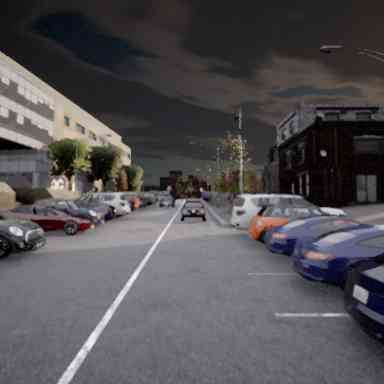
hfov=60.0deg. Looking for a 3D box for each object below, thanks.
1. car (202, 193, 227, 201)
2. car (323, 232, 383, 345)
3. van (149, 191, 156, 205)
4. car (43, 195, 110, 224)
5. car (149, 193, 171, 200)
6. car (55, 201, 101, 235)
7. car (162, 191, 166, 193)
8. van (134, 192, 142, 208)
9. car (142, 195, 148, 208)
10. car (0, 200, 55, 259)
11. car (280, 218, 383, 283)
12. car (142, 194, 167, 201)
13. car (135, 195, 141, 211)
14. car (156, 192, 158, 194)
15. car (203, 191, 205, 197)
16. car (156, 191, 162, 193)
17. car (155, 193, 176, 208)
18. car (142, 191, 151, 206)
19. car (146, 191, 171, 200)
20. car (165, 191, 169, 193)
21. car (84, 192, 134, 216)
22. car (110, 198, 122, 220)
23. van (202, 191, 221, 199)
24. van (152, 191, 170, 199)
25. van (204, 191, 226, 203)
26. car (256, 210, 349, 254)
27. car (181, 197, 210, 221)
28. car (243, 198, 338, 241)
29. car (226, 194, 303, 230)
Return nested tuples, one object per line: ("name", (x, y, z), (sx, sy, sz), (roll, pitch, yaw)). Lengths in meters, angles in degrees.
("car", (4.877, 1.063, 73.502), (5.366, 1.575, 1.946), (0, 0, 0))
("car", (4.710, 1.482, 4.688), (4.792, 1.488, 2.163), (0, 0, 0))
("van", (-7.526, 0.998, 45.428), (4.442, 1.987, 1.878), (0, 0, 0))
("car", (-7.678, 1.240, 20.286), (4.553, 1.767, 2.185), (0, 0, 0))
("car", (-7.637, 1.040, 78.893), (5.008, 1.535, 2.097), (0, 0, 0))
("car", (-7.617, 1.411, 17.491), (4.792, 1.488, 2.163), (0, 0, 0))
("car", (-7.826, 1.143, 59.397), (5.366, 1.575, 1.946), (0, 0, 0))
("van", (-7.761, 1.061, 34.253), (4.442, 1.987, 1.878), (0, 0, 0))
("car", (-7.642, 1.311, 37.048), (4.674, 1.452, 2.002), (0, 0, 0))
("car", (-7.679, 1.288, 11.780), (4.553, 1.767, 2.185), (0, 0, 0))
("car", (4.678, 1.476, 7.627), (4.674, 1.452, 2.002), (0, 0, 0))
("car", (-7.669, 1.128, 67.778), (4.792, 1.488, 2.163), (0, 0, 0))
("car", (-7.673, 1.332, 31.459), (4.792, 1.488, 2.163), (0, 0, 0))
("car", (-7.648, 1.210, 48.222), (4.892, 1.521, 2.231), (0, 0, 0))
("car", (4.718, 0.893, 59.671), (5.566, 2.045, 2.435), (0, 0, 0))
("car", (-7.609, 1.052, 53.807), (4.553, 1.767, 2.185), (0, 0, 0))
("car", (-3.083, 1.253, 42.214), (2.128, 1.511, 4.902), (0, 0, 0))
("car", (-7.674, 1.130, 39.840), (4.553, 1.767, 2.185), (0, 0, 0))
("car", (-7.610, 0.800, 76.157), (5.566, 2.045, 2.435), (0, 0, 0))
("car", (-7.825, 1.111, 64.984), (5.366, 1.575, 1.946), (0, 0, 0))
("car", (-7.673, 1.083, 25.871), (5.566, 2.045, 2.435), (0, 0, 0))
("car", (-7.675, 1.379, 23.081), (4.792, 1.488, 2.163), (0, 0, 0))
("van", (4.810, 0.821, 81.985), (4.442, 1.987, 1.878), (0, 0, 0))
("van", (-7.754, 0.846, 84.513), (4.442, 1.987, 1.878), (0, 0, 0))
("van", (4.806, 0.934, 56.879), (4.442, 1.987, 1.878), (0, 0, 0))
("car", (4.679, 1.459, 10.690), (4.674, 1.452, 2.002), (0, 0, 0))
("car", (0.103, 1.402, 25.804), (2.033, 1.411, 5.357), (0, 0, 0))
("car", (4.651, 1.277, 13.627), (4.553, 1.767, 2.185), (0, 0, 0))
("car", (4.711, 1.135, 16.439), (5.566, 2.045, 2.435), (0, 0, 0))
